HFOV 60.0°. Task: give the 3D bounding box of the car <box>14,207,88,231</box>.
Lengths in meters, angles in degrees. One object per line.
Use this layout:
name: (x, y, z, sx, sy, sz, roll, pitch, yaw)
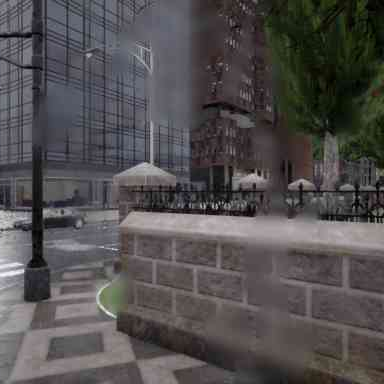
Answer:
car: (-8.425, 1.632, 20.205, 2.008, 1.369, 4.403, 0, -1, 36)
